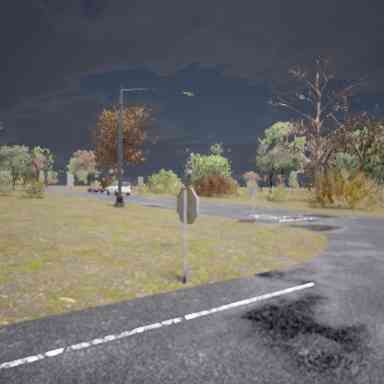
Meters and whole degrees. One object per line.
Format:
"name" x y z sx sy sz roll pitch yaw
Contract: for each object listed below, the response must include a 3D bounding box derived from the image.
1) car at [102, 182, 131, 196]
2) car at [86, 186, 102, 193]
"car" -11.408 -0.489 51.518 2.150 2.045 5.566 0 2 -36
"car" -17.486 -0.446 59.999 1.895 1.301 4.718 0 2 -36
